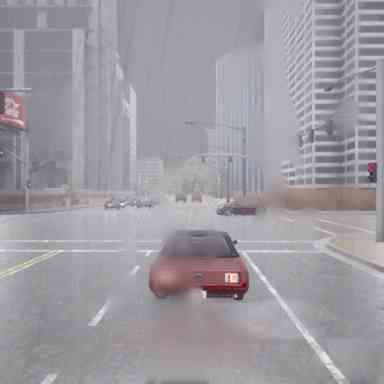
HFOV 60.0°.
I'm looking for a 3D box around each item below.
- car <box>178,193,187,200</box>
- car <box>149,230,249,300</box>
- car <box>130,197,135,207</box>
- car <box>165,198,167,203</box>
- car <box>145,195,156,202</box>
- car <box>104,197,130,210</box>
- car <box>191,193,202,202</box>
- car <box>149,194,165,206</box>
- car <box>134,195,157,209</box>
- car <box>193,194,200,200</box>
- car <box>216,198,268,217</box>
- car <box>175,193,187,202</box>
[{"bbox_3d":[-2.319,1.184,84.106,2.097,1.767,4.553,0,0,1],"label":"car"},{"bbox_3d":[0.214,1.601,8.344,1.895,1.301,4.718,0,0,2],"label":"car"},{"bbox_3d":[-9.857,1.491,52.704,2.128,1.511,4.902,0,0,1],"label":"car"},{"bbox_3d":[-6.107,1.601,65.939,1.895,1.301,4.718,0,0,1],"label":"car"},{"bbox_3d":[-9.444,1.517,75.431,1.812,1.442,4.674,0,0,1],"label":"car"},{"bbox_3d":[-9.995,1.491,43.276,2.128,1.511,4.902,0,0,1],"label":"car"},{"bbox_3d":[1.029,1.216,73.416,2.150,2.045,5.566,0,0,1],"label":"car"},{"bbox_3d":[-6.304,1.491,55.841,2.128,1.511,4.902,0,0,1],"label":"car"},{"bbox_3d":[-6.442,1.526,46.712,1.812,1.442,4.674,0,0,1],"label":"car"},{"bbox_3d":[1.181,1.353,84.086,1.812,1.442,4.674,0,0,1],"label":"car"},{"bbox_3d":[4.524,1.350,30.577,4.553,1.767,2.097,0,0,1],"label":"car"},{"bbox_3d":[-2.471,1.216,73.466,2.150,2.045,5.566,0,0,1],"label":"car"}]
